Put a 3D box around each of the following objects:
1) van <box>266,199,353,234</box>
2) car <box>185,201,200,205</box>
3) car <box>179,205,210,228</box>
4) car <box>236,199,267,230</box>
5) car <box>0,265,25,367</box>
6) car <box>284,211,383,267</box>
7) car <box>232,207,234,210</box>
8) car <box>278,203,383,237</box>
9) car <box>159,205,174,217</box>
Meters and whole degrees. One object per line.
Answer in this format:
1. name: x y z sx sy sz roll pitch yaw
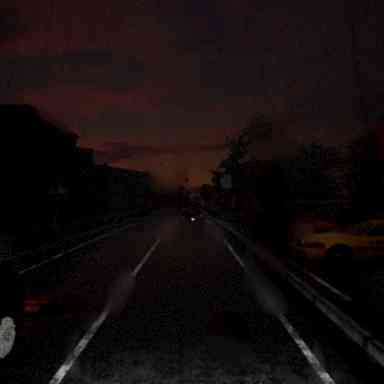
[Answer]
1. van: 6.375 1.413 17.001 4.442 1.987 1.878 0 -1 0
2. car: 0.032 2.164 40.013 2.150 2.045 5.566 0 -3 0
3. car: 0.063 1.939 25.310 1.994 1.385 4.181 0 -2 0
4. car: 6.238 1.514 23.192 5.566 2.045 2.435 0 -1 -1
5. car: -3.349 1.513 2.969 1.837 1.490 4.892 0 0 0
6. car: 6.115 1.544 11.041 5.366 1.575 1.946 0 -1 0
7. car: 6.173 1.796 29.140 4.553 1.767 2.185 0 -1 -1
8. car: 6.311 1.460 13.962 4.553 1.767 2.185 0 -1 0
9. car: -3.334 2.499 44.665 1.812 1.442 4.674 0 -3 0
